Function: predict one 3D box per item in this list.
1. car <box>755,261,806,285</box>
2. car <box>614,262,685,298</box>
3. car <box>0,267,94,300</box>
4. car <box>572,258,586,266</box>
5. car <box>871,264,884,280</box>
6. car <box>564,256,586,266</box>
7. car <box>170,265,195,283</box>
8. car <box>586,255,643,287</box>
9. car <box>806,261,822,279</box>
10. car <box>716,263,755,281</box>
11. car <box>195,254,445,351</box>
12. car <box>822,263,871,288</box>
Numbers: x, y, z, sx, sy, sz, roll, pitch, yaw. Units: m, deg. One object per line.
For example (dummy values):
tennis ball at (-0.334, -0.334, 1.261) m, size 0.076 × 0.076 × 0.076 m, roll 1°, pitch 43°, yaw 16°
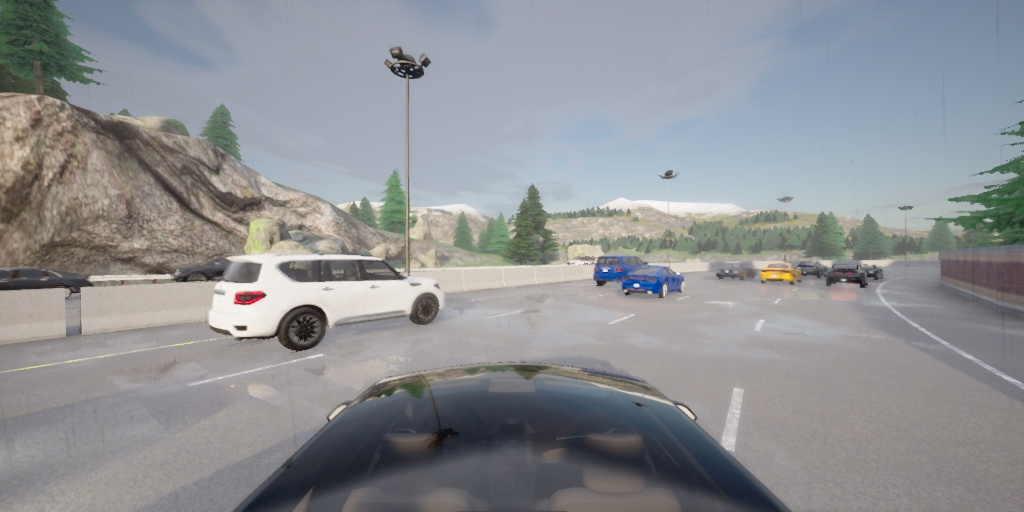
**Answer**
car at (19.790, 1.228, 26.313) m, size 5.008 × 1.535 × 1.882 m, roll 0°, pitch 0°, yaw -44°
car at (7.404, 1.227, 18.557) m, size 1.882 × 1.535 × 5.008 m, roll 0°, pitch 0°, yaw 41°
car at (-21.600, 1.255, 15.273) m, size 1.837 × 1.490 × 4.892 m, roll 0°, pitch 0°, yaw 33°
car at (10.219, 1.314, 46.209) m, size 4.181 × 1.385 × 1.994 m, roll 0°, pitch 0°, yaw -41°
car at (30.454, 1.351, 30.885) m, size 4.718 × 1.301 × 1.895 m, roll 0°, pitch 0°, yaw -39°
car at (9.732, 0.961, 50.395) m, size 5.566 × 2.045 × 2.150 m, roll 0°, pitch 0°, yaw -40°
car at (-19.462, 0.971, 24.505) m, size 2.150 × 2.045 × 5.566 m, roll 0°, pitch 0°, yaw 37°
car at (7.551, 0.974, 23.980) m, size 2.150 × 2.045 × 5.566 m, roll 0°, pitch 0°, yaw 43°
car at (27.742, 1.241, 33.176) m, size 4.902 × 1.511 × 2.128 m, roll 0°, pitch 0°, yaw -39°
car at (19.149, 1.298, 30.535) m, size 5.357 × 1.411 × 2.033 m, roll 0°, pitch 0°, yaw -42°
car at (-4.310, 0.971, 9.388) m, size 2.150 × 2.045 × 5.566 m, roll 0°, pitch 0°, yaw 36°
car at (22.504, 1.255, 24.064) m, size 4.892 × 1.490 × 1.837 m, roll 0°, pitch 0°, yaw -43°
